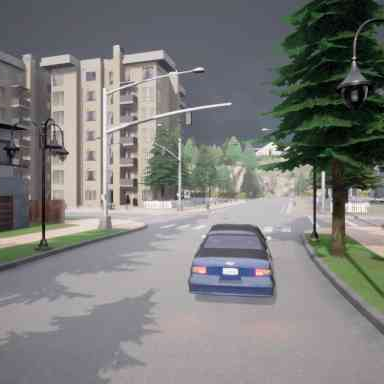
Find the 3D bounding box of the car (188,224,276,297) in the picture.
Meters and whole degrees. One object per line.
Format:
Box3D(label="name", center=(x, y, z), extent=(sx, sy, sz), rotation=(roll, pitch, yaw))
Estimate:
Box3D(label="car", center=(1.127, 1.547, 8.766), extent=(2.033, 1.411, 5.357), rotation=(0, 0, 9))
